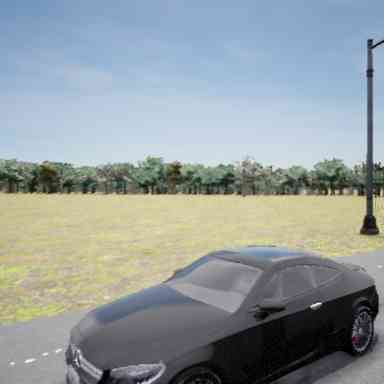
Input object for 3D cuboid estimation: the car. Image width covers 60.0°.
[{"bbox_3d":[0.766,1.530,4.539,4.674,1.442,1.812,0,0,-36],"label":"car"}]
